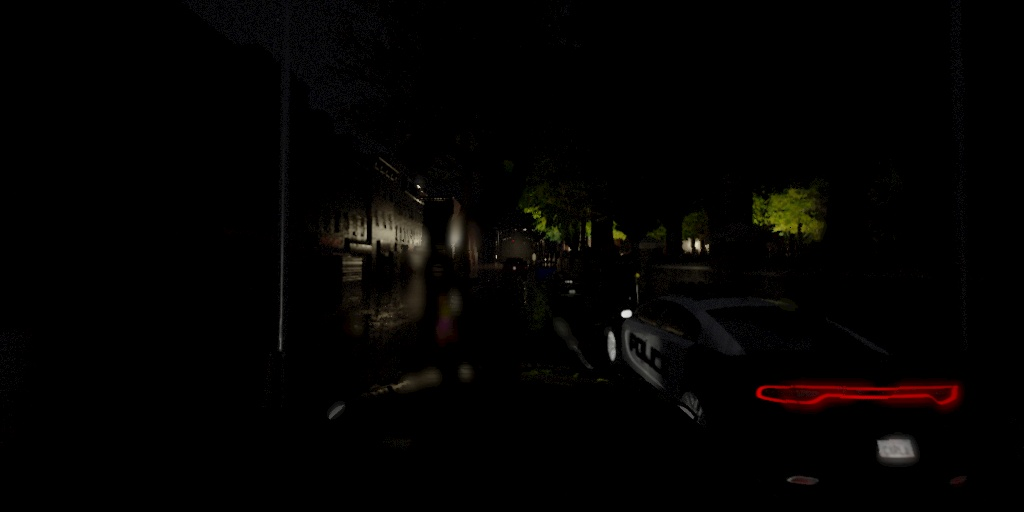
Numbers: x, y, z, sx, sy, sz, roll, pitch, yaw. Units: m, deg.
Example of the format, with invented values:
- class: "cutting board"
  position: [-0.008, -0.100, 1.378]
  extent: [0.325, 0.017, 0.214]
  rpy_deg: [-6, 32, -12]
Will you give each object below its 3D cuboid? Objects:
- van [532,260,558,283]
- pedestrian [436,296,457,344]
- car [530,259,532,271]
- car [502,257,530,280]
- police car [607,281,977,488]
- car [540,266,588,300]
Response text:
- class: "van"
  position: [2.765, 1.232, 29.167]
  extent: [1.690, 1.789, 3.998]
  rpy_deg: [0, 0, 0]
- class: "pedestrian"
  position: [-1.467, 1.454, 8.188]
  extent: [0.500, 1.100, 0.500]
  rpy_deg: [1, -1, 0]
- class: "car"
  position: [2.869, 1.552, 51.133]
  extent: [1.751, 1.417, 4.829]
  rpy_deg: [0, 0, 0]
- class: "car"
  position: [0.235, 1.140, 33.395]
  extent: [2.150, 2.045, 5.566]
  rpy_deg: [0, 0, 0]
- class: "police car"
  position: [2.762, 1.191, 5.156]
  extent: [1.930, 1.638, 5.238]
  rpy_deg: [0, 0, 0]
- class: "car"
  position: [2.713, 1.381, 18.268]
  extent: [2.007, 1.370, 4.403]
  rpy_deg: [0, 0, 0]
